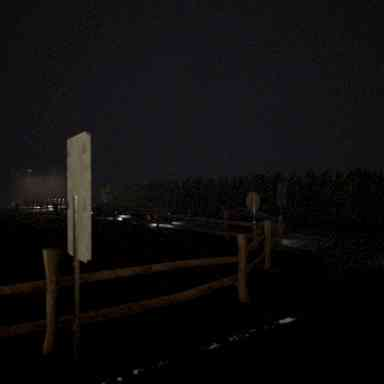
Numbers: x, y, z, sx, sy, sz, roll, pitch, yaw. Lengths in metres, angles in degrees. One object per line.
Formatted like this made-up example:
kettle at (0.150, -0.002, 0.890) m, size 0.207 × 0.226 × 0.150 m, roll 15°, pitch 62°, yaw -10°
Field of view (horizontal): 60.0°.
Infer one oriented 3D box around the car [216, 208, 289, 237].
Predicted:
car at (3.292, 1.637, 19.048) m, size 1.812 × 1.442 × 4.674 m, roll 0°, pitch 0°, yaw -35°

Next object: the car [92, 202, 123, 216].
car at (-9.552, 1.840, 37.098) m, size 2.033 × 1.411 × 5.357 m, roll 0°, pitch 0°, yaw -35°

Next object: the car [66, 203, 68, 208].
car at (-20.101, 2.038, 56.988) m, size 1.994 × 1.385 × 4.181 m, roll 0°, pitch 0°, yaw -35°

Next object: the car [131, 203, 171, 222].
car at (-3.616, 1.714, 28.759) m, size 1.837 × 1.490 × 4.892 m, roll 0°, pitch -1°, yaw -35°
